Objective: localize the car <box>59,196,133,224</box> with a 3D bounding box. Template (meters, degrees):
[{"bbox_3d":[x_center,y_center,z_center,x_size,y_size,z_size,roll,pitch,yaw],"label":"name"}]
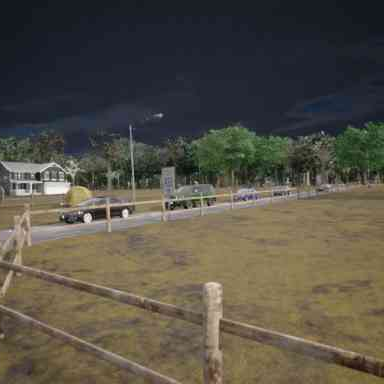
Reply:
[{"bbox_3d":[-5.790,1.065,20.545,1.837,1.490,4.892,-3,1,36],"label":"car"}]

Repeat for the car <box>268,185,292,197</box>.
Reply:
[{"bbox_3d":[12.045,-0.122,45.348,1.837,1.490,4.892,-3,1,36],"label":"car"}]

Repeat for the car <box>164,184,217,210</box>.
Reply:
[{"bbox_3d":[-0.034,0.404,28.594,2.150,2.045,5.566,-3,1,36],"label":"car"}]

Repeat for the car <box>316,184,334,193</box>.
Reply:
[{"bbox_3d":[21.299,-0.646,53.297,1.994,1.385,4.181,-3,1,36],"label":"car"}]

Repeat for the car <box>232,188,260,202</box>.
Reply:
[{"bbox_3d":[5.966,0.309,36.920,1.812,1.442,4.674,-3,1,36],"label":"car"}]
